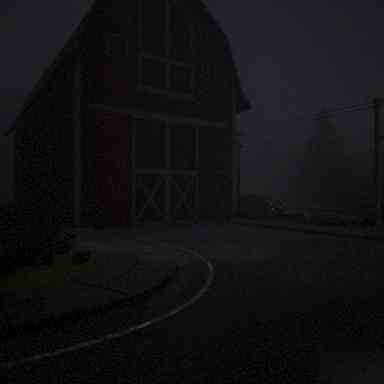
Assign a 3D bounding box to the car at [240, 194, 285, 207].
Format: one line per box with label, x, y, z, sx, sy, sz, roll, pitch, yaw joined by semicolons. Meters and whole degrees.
car;7.421;1.248;35.980;2.150;2.045;5.566;0;0;-34
